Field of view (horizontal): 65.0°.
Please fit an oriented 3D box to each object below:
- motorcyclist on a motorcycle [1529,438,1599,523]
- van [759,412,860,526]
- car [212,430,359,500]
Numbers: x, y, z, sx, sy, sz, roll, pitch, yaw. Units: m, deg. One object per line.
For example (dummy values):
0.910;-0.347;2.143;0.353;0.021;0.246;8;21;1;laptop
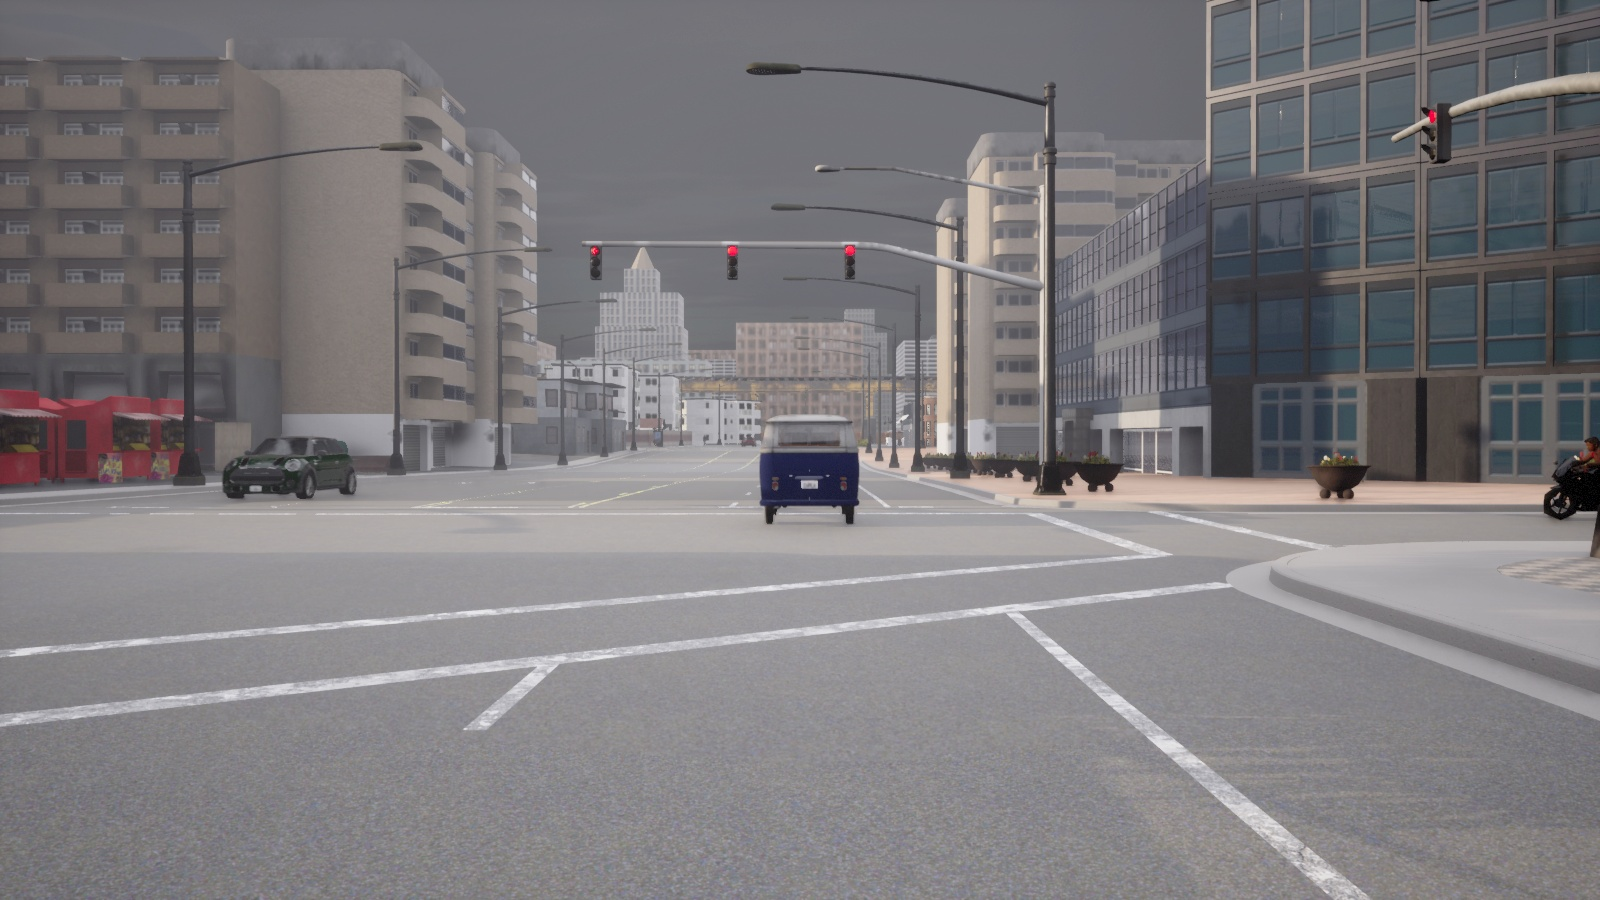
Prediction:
14.450;0.540;22.714;2.044;1.523;0.797;0;1;1;motorcyclist on a motorcycle
0.179;0.318;24.127;1.775;1.987;4.442;0;0;0;van
-13.753;0.373;33.898;2.097;1.767;4.553;0;0;0;car
